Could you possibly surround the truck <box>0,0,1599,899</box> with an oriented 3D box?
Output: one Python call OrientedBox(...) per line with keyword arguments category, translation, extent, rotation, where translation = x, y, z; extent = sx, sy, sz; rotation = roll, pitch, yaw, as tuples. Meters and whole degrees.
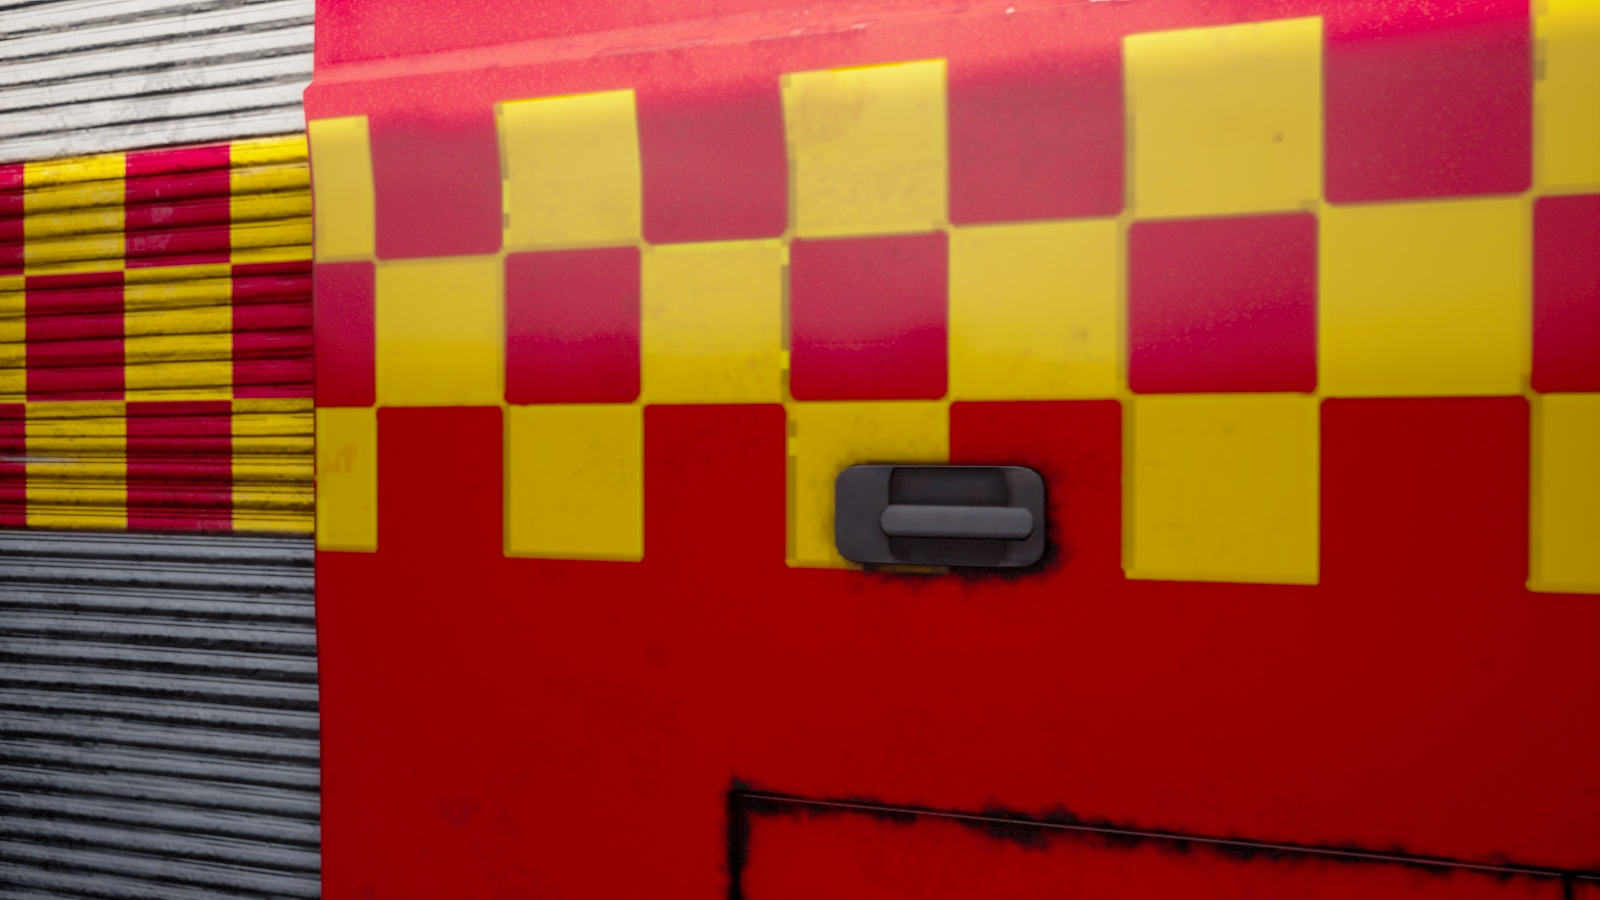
OrientedBox(category="truck", translation=(0.666, -0.383, 2.952), extent=(8.468, 3.827, 2.891), rotation=(1, 1, 19))
